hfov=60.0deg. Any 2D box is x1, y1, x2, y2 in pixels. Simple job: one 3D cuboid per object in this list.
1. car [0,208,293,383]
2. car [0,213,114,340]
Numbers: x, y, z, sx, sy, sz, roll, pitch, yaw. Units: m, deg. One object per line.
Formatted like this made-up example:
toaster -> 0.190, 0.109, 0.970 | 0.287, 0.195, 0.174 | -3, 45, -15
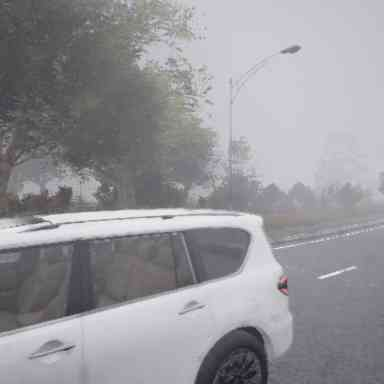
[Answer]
car -> -1.427, 1.230, 3.053 | 5.566, 2.045, 2.150 | 0, 0, -36
car -> -3.897, 1.370, 5.635 | 4.553, 1.767, 2.097 | 0, 0, -36
